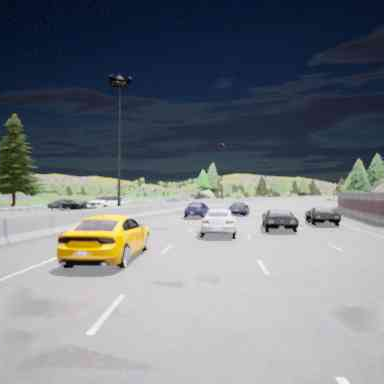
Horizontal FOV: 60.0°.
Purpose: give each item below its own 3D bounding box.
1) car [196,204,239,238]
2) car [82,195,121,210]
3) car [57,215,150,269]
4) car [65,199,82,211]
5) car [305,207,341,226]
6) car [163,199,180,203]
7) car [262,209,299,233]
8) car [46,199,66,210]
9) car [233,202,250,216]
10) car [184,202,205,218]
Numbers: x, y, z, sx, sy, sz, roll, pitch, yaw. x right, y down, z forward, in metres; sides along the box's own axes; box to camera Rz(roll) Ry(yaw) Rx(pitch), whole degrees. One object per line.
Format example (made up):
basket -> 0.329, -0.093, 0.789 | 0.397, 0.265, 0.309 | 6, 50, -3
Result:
car -> 1.531, 1.636, 18.420 | 1.812, 1.442, 4.674 | 0, 0, 7
car -> -11.255, 1.429, 42.795 | 2.150, 2.045, 5.566 | 0, -1, 16
car -> -2.771, 1.534, 11.473 | 1.882, 1.535, 5.008 | 0, 0, 5
car -> -14.366, 1.806, 44.671 | 1.895, 1.301, 4.718 | 0, 0, 17
car -> 9.740, 1.778, 25.094 | 1.895, 1.301, 4.718 | 0, 0, 11
car -> -3.359, 1.828, 55.065 | 1.812, 1.442, 4.674 | 0, 0, 22
car -> 5.442, 1.740, 21.004 | 1.895, 1.301, 4.718 | 0, 0, 9
car -> -17.724, 1.706, 45.531 | 1.837, 1.490, 4.892 | 0, -1, 17
car -> 5.018, 1.783, 35.316 | 1.994, 1.385, 4.181 | 0, 0, 15
car -> 0.526, 1.710, 31.897 | 1.812, 1.442, 4.674 | 0, 0, 13
